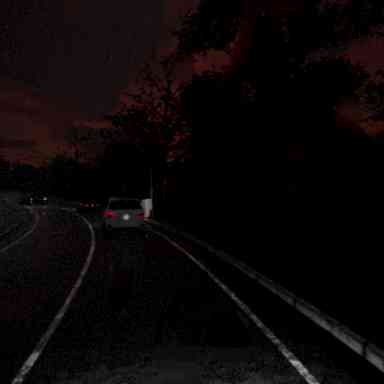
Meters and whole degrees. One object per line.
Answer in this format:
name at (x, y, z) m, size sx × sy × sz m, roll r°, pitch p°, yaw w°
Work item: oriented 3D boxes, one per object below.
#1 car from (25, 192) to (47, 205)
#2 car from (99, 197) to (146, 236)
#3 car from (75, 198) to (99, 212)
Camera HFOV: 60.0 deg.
car at (-21.194, 0.830, 45.097) m, size 2.097 × 1.767 × 4.553 m, roll 1°, pitch 1°, yaw -36°
car at (-4.045, 1.298, 19.254) m, size 2.150 × 2.045 × 5.566 m, roll 0°, pitch 1°, yaw -16°
car at (-11.509, 1.399, 36.641) m, size 2.033 × 1.411 × 5.357 m, roll 0°, pitch 1°, yaw -29°
